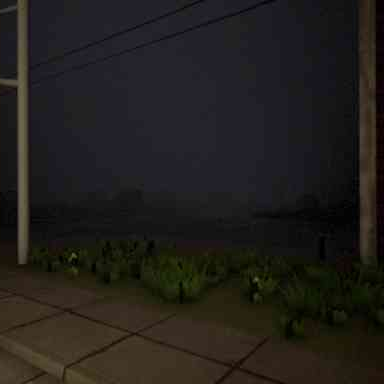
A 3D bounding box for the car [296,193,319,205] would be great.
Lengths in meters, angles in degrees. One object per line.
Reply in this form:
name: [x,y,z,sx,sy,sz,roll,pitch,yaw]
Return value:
car: [15.582,1.162,44.993,1.905,1.878,3.866,-6,-1,-8]
